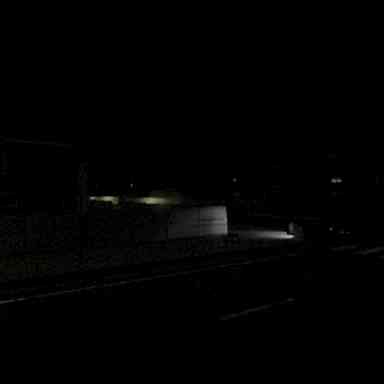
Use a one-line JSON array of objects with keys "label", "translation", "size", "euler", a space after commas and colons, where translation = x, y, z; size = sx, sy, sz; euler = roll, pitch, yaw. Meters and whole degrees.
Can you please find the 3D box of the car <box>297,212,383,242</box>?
[{"label": "car", "translation": [7.811, 1.644, 15.705], "size": [5.357, 1.411, 2.033], "euler": [0, 0, 21]}]
